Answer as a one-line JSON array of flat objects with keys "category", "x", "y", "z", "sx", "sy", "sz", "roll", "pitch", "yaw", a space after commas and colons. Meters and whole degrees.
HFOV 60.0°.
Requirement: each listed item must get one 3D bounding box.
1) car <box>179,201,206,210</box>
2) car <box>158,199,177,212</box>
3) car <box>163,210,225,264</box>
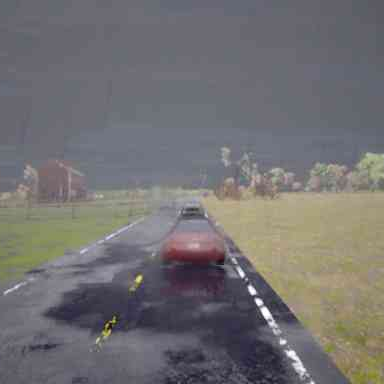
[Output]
[{"category": "car", "x": 0.062, "y": 1.506, "z": 26.305, "sx": 1.837, "sy": 1.490, "sz": 4.892, "roll": 0, "pitch": 0, "yaw": 0}, {"category": "car", "x": -2.828, "y": 1.567, "z": 39.229, "sx": 1.994, "sy": 1.385, "sz": 4.181, "roll": 0, "pitch": 0, "yaw": 0}, {"category": "car", "x": 0.069, "y": 1.563, "z": 11.802, "sx": 1.994, "sy": 1.385, "sz": 4.181, "roll": 0, "pitch": 0, "yaw": 0}]
